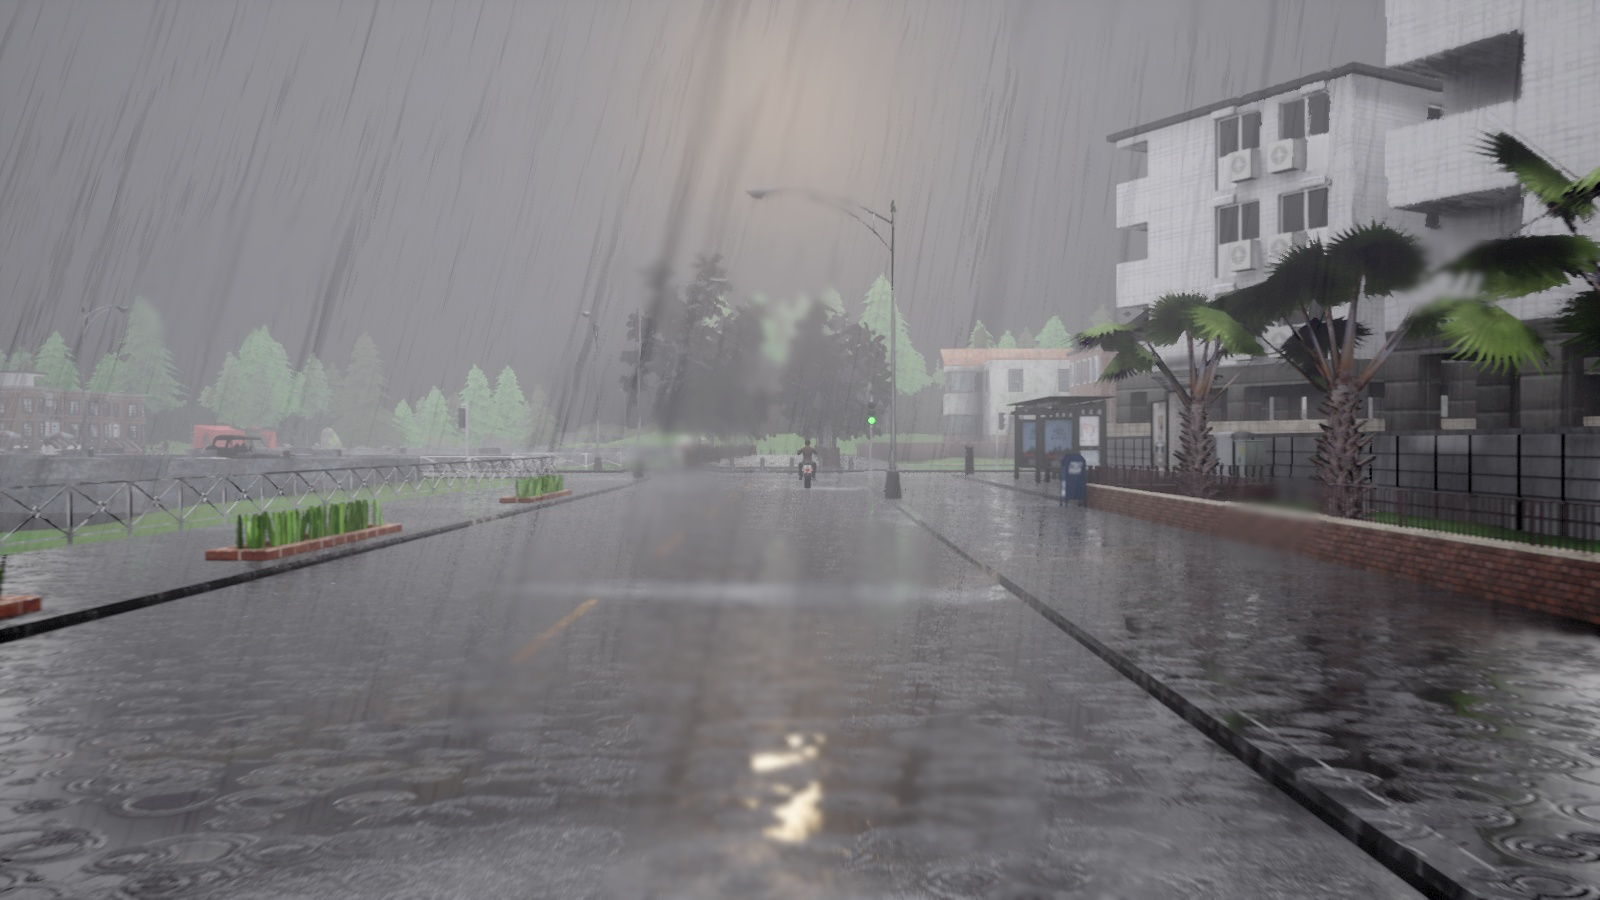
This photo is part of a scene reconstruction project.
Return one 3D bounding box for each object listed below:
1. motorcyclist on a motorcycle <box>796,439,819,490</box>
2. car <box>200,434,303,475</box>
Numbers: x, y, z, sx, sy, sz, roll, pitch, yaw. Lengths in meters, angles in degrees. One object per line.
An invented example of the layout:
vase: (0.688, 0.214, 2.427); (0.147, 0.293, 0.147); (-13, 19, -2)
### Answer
motorcyclist on a motorcycle: (0.256, 0.460, 42.091); (0.766, 1.649, 2.350); (0, 0, 0)
car: (-25.104, 0.198, 57.582); (3.866, 1.878, 1.905); (0, 0, 0)
